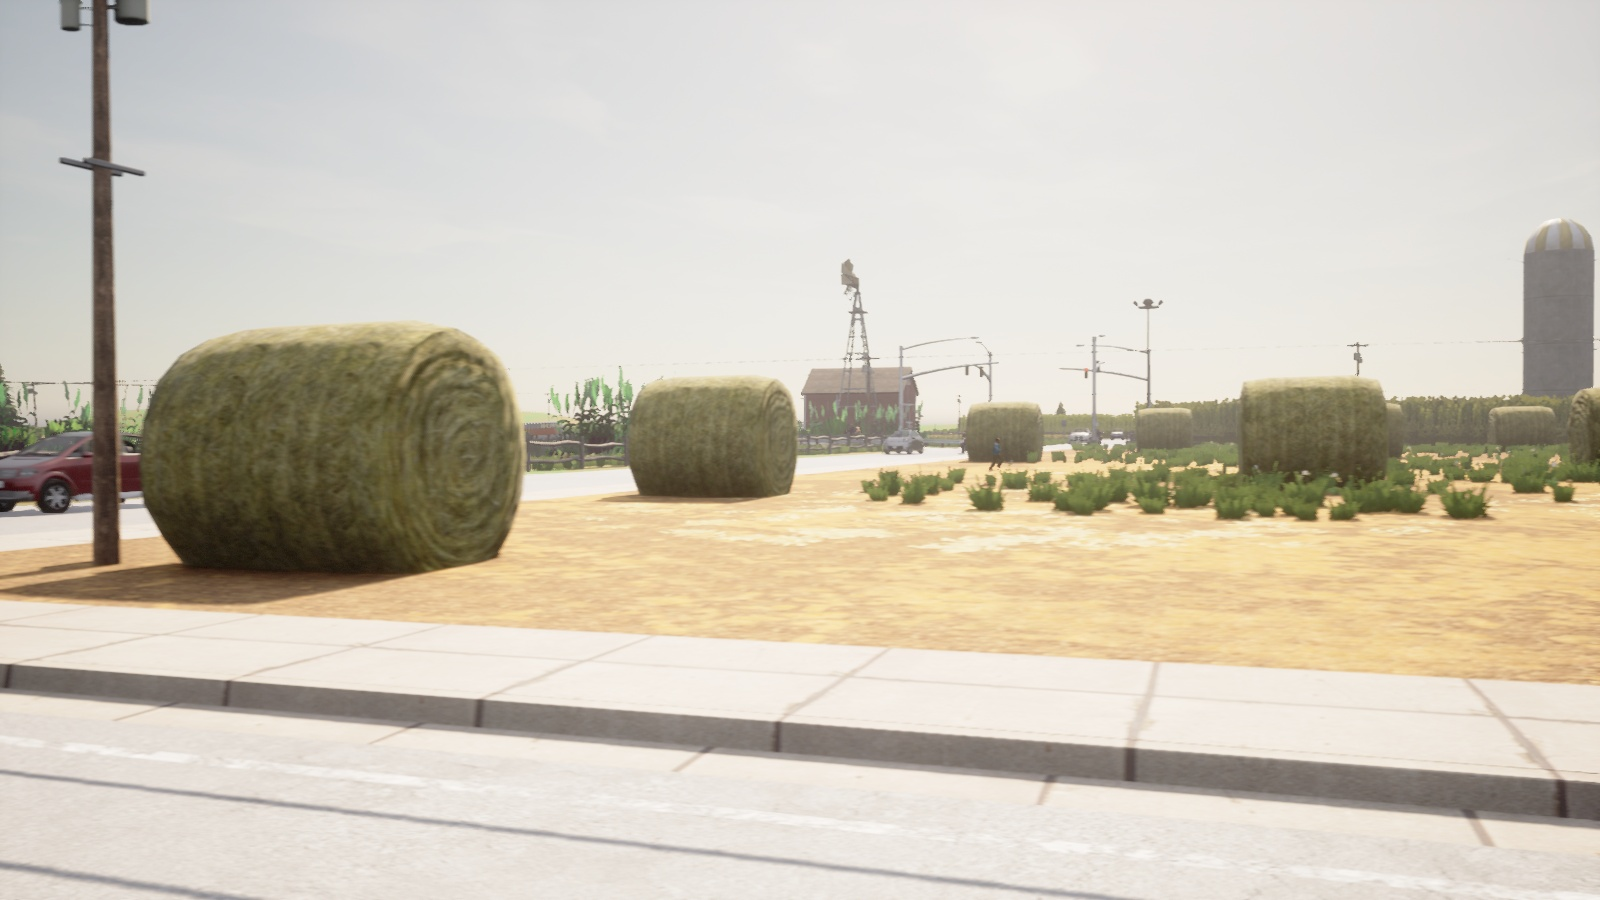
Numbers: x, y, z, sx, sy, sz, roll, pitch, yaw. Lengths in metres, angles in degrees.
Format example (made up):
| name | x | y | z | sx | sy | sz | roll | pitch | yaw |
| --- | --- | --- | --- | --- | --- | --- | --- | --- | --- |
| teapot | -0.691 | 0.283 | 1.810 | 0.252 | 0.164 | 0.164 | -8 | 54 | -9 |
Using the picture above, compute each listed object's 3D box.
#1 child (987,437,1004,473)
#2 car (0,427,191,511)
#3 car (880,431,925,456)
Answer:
| name | x | y | z | sx | sy | sz | roll | pitch | yaw |
| --- | --- | --- | --- | --- | --- | --- | --- | --- | --- |
| child | 6.555 | 0.172 | 42.129 | 0.448 | 1.192 | 0.343 | 1 | 1 | 35 |
| car | -14.342 | 0.315 | 25.071 | 1.789 | 1.549 | 3.705 | 1 | 1 | 21 |
| car | 6.378 | -0.419 | 77.976 | 1.845 | 1.501 | 3.633 | 1 | 1 | 21 |
